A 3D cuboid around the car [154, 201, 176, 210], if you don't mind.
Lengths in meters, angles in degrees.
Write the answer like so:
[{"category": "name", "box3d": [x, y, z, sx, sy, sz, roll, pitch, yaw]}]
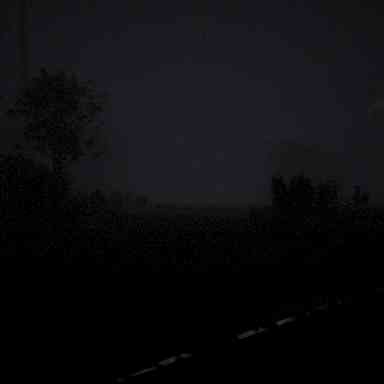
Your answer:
[{"category": "car", "box3d": [-4.394, 2.147, 53.485, 1.994, 1.385, 4.181, 1, -1, -34]}]
